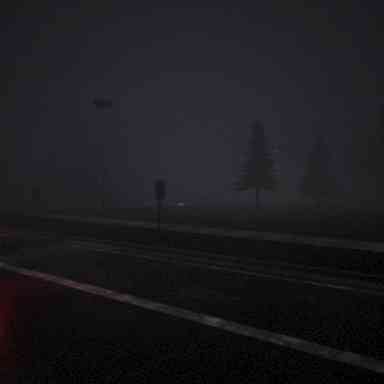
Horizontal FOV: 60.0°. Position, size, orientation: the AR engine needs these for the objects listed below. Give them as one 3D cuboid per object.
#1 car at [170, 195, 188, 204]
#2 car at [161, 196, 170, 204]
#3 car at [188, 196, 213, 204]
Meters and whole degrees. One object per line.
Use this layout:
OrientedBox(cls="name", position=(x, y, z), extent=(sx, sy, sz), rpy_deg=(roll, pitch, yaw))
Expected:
OrientedBox(cls="car", position=(-1.430, 1.451, 63.127), extent=(1.837, 1.490, 4.892), rpy_deg=(0, 0, 35))
OrientedBox(cls="car", position=(-4.444, 1.435, 64.899), extent=(2.128, 1.511, 4.902), rpy_deg=(0, 0, 35))
OrientedBox(cls="car", position=(1.986, 1.430, 61.917), extent=(1.882, 1.535, 5.008), rpy_deg=(0, 0, 35))
